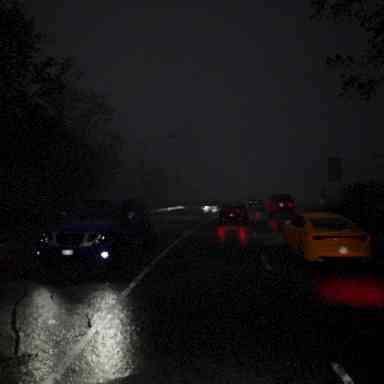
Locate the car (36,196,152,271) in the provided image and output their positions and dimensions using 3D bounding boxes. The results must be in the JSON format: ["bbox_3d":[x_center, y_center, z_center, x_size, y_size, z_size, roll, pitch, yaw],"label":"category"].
[{"bbox_3d":[-2.871,1.180,11.225,2.150,2.045,5.566,0,0,6],"label":"car"}]

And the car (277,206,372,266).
[{"bbox_3d":[4.427,1.459,11.610,1.882,1.535,5.008,0,0,6],"label":"car"}]

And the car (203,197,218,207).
[{"bbox_3d":[3.089,1.425,48.763,1.994,1.385,4.181,0,0,21],"label":"car"}]

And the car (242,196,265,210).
[{"bbox_3d":[7.860,1.402,40.799,2.128,1.511,4.902,0,0,19],"label":"car"}]

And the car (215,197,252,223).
[{"bbox_3d":[3.220,1.417,24.930,1.882,1.535,5.008,0,0,13],"label":"car"}]

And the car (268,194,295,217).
[{"bbox_3d":[8.129,1.166,30.165,2.150,2.045,5.566,0,0,15],"label":"car"}]
